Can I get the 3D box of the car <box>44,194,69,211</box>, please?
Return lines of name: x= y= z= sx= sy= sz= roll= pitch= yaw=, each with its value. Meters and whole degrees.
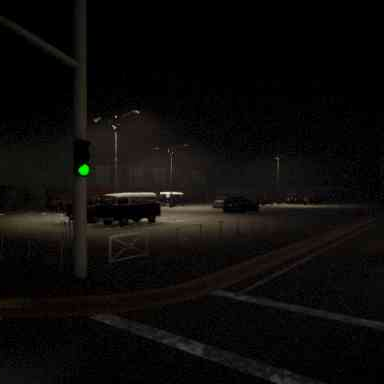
car: x=-13.873 y=1.157 z=36.656 sx=1.932 sy=1.855 sz=4.605 roll=0 pitch=0 yaw=37

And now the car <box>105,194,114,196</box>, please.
car: x=-11.618 y=1.346 z=53.833 sx=1.784 sy=1.438 sz=3.905 roll=0 pitch=0 yaw=37

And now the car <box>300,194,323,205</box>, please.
car: x=19.164 y=1.102 z=52.661 sx=1.932 sy=1.855 sz=4.605 roll=0 pitch=0 yaw=37

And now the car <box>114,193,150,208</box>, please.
car: x=-9.333 y=1.135 z=52.052 sx=1.932 sy=1.855 sz=4.605 roll=0 pitch=0 yaw=37

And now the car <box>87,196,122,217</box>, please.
car: x=-9.368 y=1.397 z=33.365 sx=1.970 sy=1.475 sz=3.806 roll=0 pitch=0 yaw=37

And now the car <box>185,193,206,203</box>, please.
car: x=1.111 y=1.110 z=66.119 sx=1.905 sy=1.878 sz=3.866 roll=0 pitch=0 yaw=37

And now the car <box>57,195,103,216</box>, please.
car: x=-11.690 y=1.366 z=35.095 sx=1.784 sy=1.438 sz=3.905 roll=0 pitch=0 yaw=37

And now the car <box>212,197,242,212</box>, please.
car: x=4.276 y=1.373 z=42.036 sx=1.970 sy=1.475 sz=3.806 roll=0 pitch=0 yaw=37

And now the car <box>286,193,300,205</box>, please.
car: x=16.875 y=1.106 z=54.432 sx=1.905 sy=1.878 sz=3.866 roll=0 pitch=0 yaw=37

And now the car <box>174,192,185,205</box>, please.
car: x=-1.205 y=1.350 z=67.857 sx=1.970 sy=1.475 sz=3.806 roll=0 pitch=0 yaw=37
